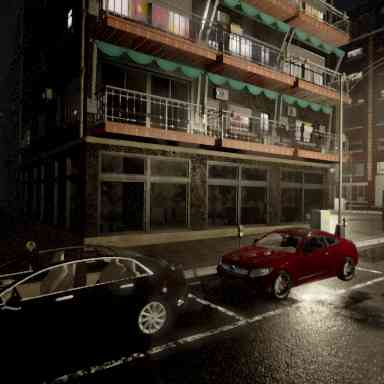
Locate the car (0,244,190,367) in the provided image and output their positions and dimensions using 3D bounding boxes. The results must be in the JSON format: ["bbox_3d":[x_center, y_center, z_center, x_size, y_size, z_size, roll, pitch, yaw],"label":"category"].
[{"bbox_3d":[-2.087,1.551,5.014,4.403,1.369,2.008,0,1,-36],"label":"car"}]

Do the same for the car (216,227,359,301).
[{"bbox_3d":[2.536,1.584,8.324,4.206,1.307,1.802,0,1,-36],"label":"car"}]
